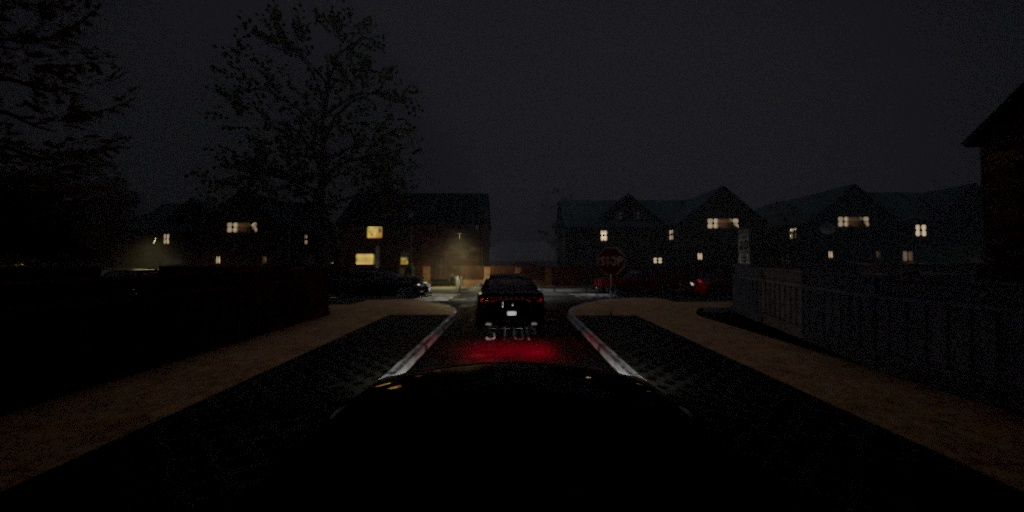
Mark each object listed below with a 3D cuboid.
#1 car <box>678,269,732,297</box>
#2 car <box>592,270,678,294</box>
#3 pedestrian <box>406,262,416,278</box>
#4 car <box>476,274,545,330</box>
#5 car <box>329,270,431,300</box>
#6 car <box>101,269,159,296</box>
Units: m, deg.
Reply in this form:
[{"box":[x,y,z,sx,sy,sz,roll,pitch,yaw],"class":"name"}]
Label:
[{"box":[10.957,1.341,17.832,4.181,1.385,1.994,0,-2,1],"class":"car"},{"box":[7.112,1.507,20.828,4.718,1.301,1.895,-1,-2,1],"class":"car"},{"box":[-6.729,1.272,23.919,0.375,1.860,0.375,0,-1,1],"class":"pedestrian"},{"box":[-0.135,1.300,11.482,1.882,1.535,5.008,0,0,-3],"class":"car"},{"box":[-6.600,1.431,18.049,4.902,1.511,2.128,-1,-2,1],"class":"car"},{"box":[-22.894,1.564,21.198,4.553,1.767,2.097,-1,-2,1],"class":"car"}]
